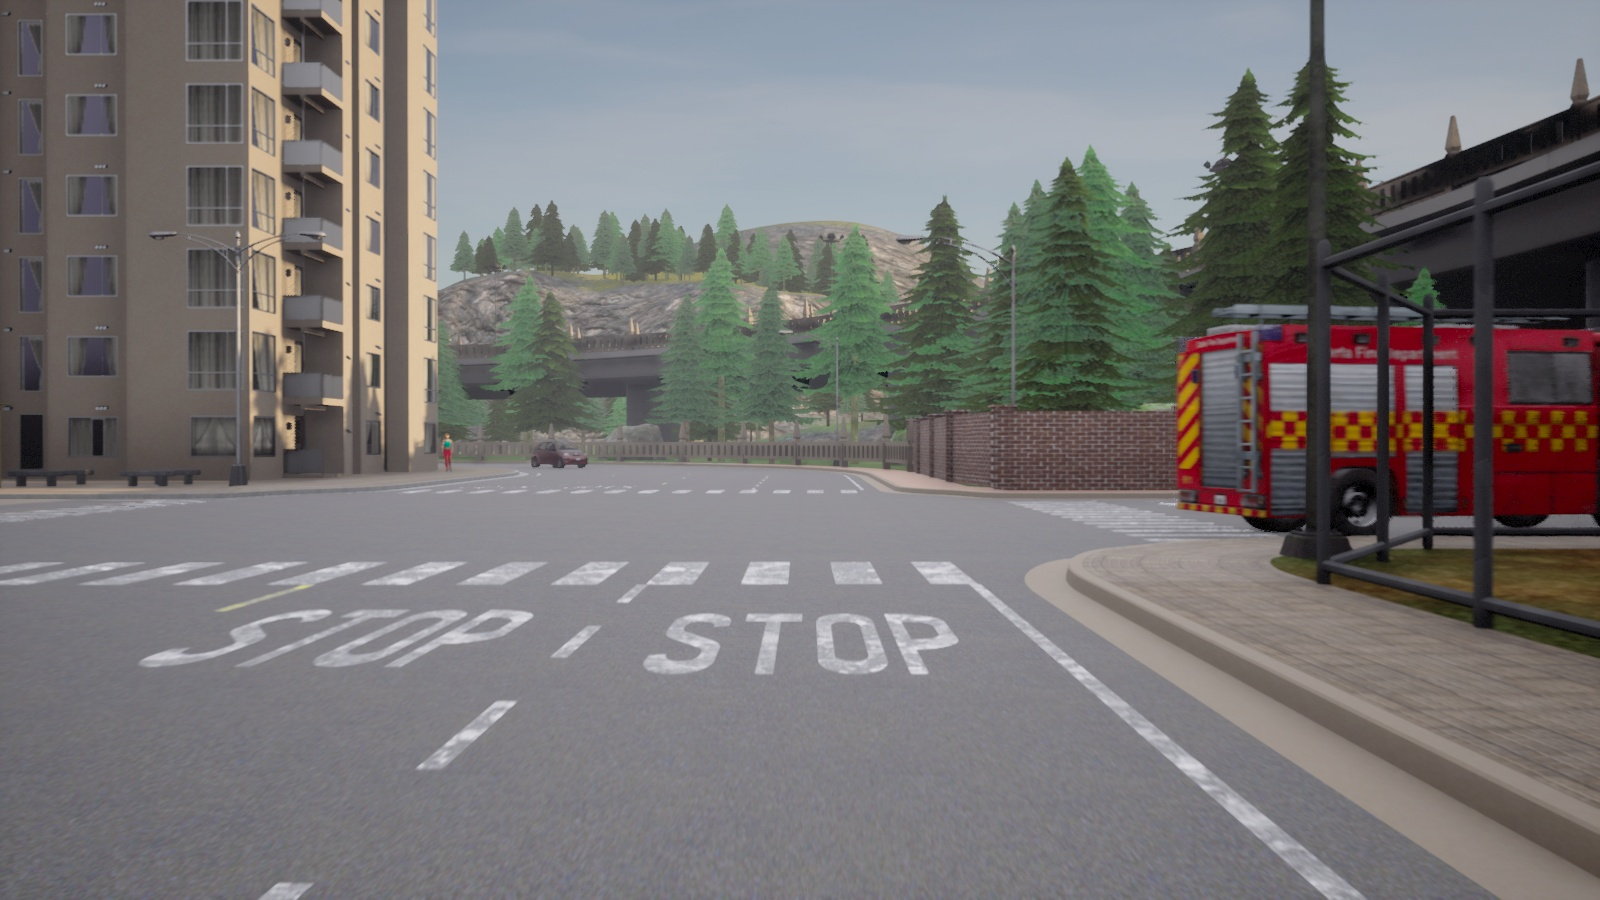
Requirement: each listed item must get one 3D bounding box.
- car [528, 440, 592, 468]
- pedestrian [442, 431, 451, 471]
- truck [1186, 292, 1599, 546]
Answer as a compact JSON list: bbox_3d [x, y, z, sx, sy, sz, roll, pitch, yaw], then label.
[{"bbox_3d":[-14.265,0.212,74.645,1.851,1.617,3.988,0,0,-44],"label":"car"},{"bbox_3d":[-16.478,0.057,58.588,0.345,1.836,0.594,0,0,-10],"label":"pedestrian"},{"bbox_3d":[11.148,-0.473,21.186,8.468,3.827,2.891,0,0,-11],"label":"truck"}]
